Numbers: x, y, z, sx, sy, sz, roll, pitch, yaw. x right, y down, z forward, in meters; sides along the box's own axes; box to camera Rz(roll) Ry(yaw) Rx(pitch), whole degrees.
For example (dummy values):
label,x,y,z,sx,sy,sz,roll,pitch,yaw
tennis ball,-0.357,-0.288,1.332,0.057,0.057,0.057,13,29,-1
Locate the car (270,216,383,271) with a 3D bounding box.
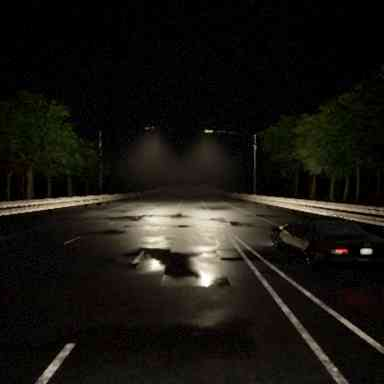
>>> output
label,x,y,z,sx,sy,sz,roll,pitch,yaw
car,4.078,1.466,10.549,2.033,1.411,5.357,0,0,-3
